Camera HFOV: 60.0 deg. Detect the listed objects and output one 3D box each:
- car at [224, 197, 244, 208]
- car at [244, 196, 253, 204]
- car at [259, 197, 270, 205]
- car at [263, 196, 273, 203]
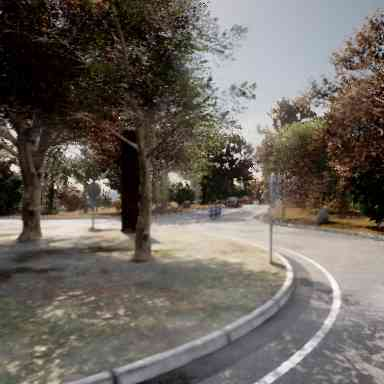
[{"bbox_3d":[6.580,1.581,53.284,2.097,1.767,4.553,0,0,17],"label":"car"},{"bbox_3d":[11.495,1.567,69.017,2.097,1.767,4.553,0,0,17],"label":"car"},{"bbox_3d":[14.777,1.752,67.787,1.837,1.490,4.892,0,0,17],"label":"car"},{"bbox_3d":[17.838,1.803,77.747,1.837,1.490,4.892,0,-1,17],"label":"car"}]
